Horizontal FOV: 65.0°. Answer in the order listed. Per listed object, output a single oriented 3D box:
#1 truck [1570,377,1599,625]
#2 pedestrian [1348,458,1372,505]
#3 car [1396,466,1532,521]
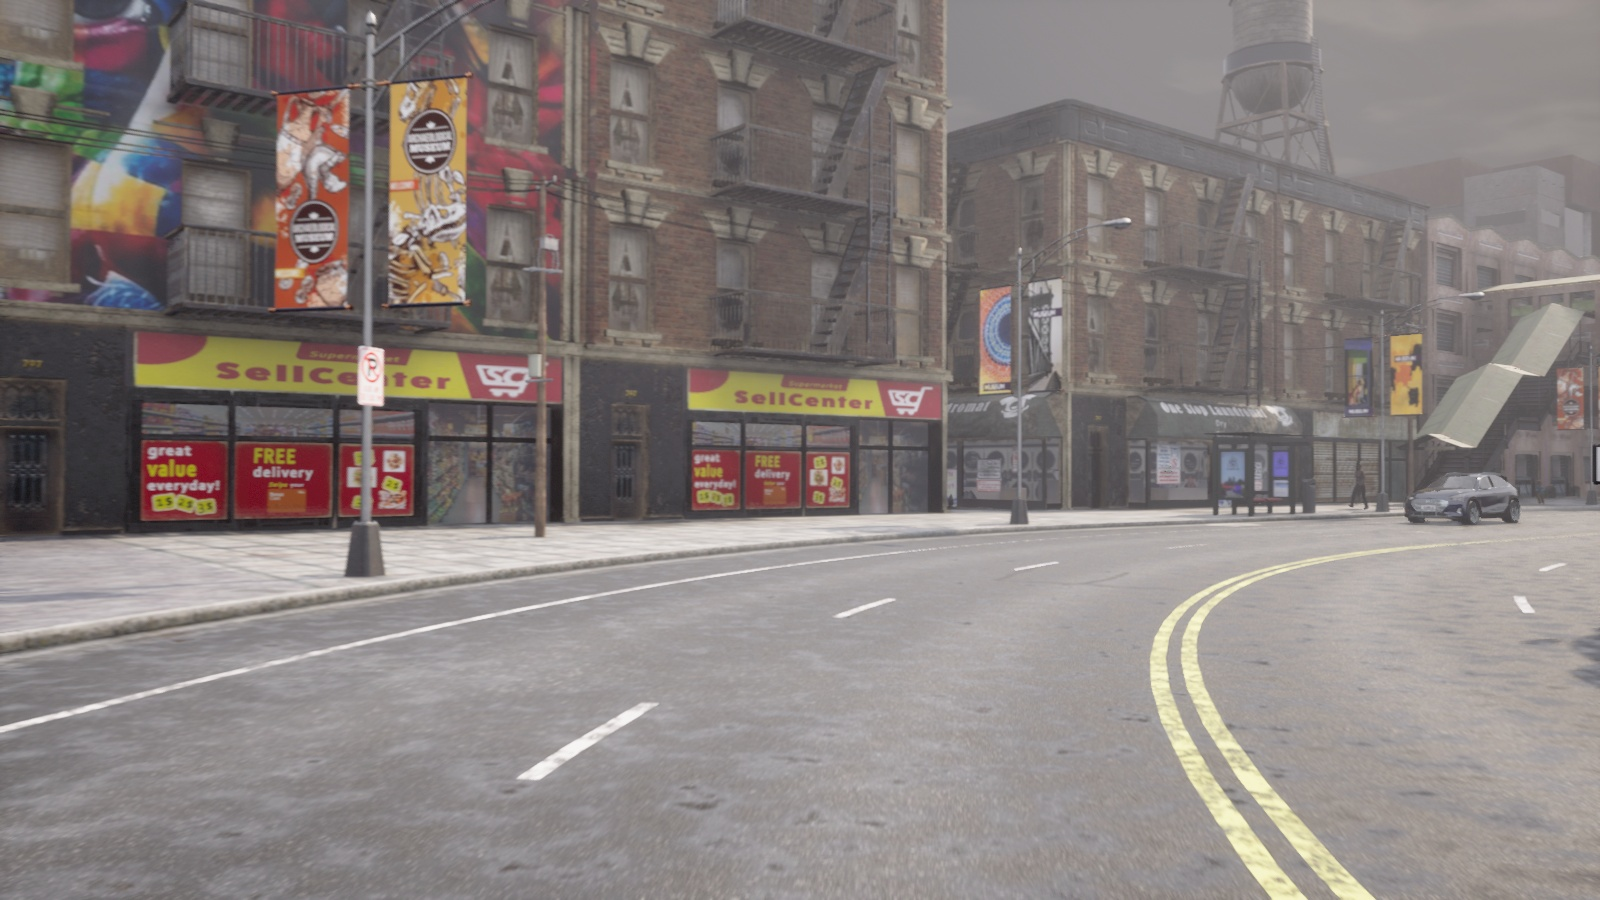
[{"bbox_3d":[8.725,0.476,10.549,2.627,2.467,5.204,-1,-1,17],"label":"truck"},{"bbox_3d":[21.937,1.224,49.175,0.869,1.805,0.328,0,-1,-23],"label":"pedestrian"},{"bbox_3d":[21.179,1.346,39.993,4.856,1.649,2.033,1,-1,-38],"label":"car"}]
